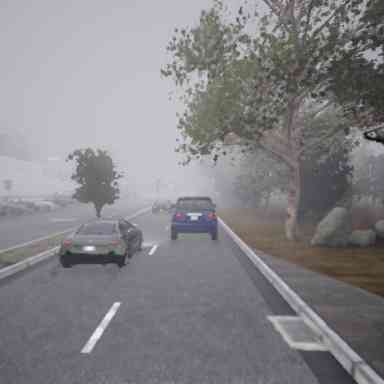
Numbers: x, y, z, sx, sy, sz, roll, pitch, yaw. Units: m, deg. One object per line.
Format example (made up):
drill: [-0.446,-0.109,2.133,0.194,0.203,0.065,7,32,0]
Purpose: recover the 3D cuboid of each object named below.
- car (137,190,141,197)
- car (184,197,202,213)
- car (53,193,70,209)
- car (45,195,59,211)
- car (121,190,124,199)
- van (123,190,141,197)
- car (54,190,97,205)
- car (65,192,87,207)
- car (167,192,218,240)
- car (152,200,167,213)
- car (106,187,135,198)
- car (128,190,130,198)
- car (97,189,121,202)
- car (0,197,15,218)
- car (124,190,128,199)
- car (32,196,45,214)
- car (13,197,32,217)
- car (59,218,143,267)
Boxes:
car: [-16.771,0.476,85.825,5.566,2.045,2.435,-1,1,-20]
car: [0.110,1.296,35.485,1.837,1.490,4.892,0,1,0]
car: [-16.802,1.249,37.816,5.008,1.535,2.097,-1,1,-20]
car: [-16.815,1.333,34.817,4.674,1.452,2.002,-1,1,-20]
car: [-16.816,0.741,67.814,4.553,1.767,2.185,-1,0,-20]
van: [-16.582,0.456,91.897,4.442,1.987,1.878,-1,0,-19]
car: [-16.780,0.861,46.832,5.566,2.045,2.435,-1,1,-20]
car: [-16.778,1.185,43.833,4.792,1.488,2.163,-1,1,-20]
car: [0.105,1.199,17.127,2.150,2.045,5.566,0,0,0]
car: [-2.897,1.415,33.830,1.895,1.301,4.718,0,1,0]
car: [-16.802,0.542,76.811,5.566,2.045,2.435,-1,1,-20]
car: [-16.802,0.846,73.810,4.792,1.488,2.163,-1,1,-20]
car: [-16.756,0.767,64.829,4.553,1.767,2.185,-1,1,-20]
car: [-16.846,1.432,25.793,4.792,1.488,2.163,-1,1,-20]
car: [-16.787,0.842,70.825,4.892,1.521,2.231,-1,0,-20]
car: [-16.847,1.208,31.804,4.553,1.767,2.185,-1,1,-20]
car: [-16.820,1.414,28.818,4.674,1.452,2.002,-1,0,-20]
car: [-2.896,1.562,11.398,1.994,1.385,4.181,0,0,0]
